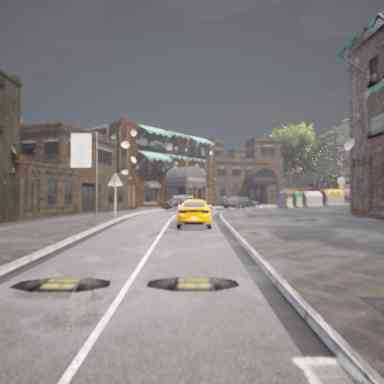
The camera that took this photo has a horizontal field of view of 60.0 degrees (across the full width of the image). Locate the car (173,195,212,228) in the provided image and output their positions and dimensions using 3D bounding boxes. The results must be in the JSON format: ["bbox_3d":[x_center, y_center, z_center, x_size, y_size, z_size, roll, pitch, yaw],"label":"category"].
[{"bbox_3d":[0.157,1.203,20.019,1.882,1.535,5.008,0,1,1],"label":"car"}]

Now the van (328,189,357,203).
[{"bbox_3d":[23.749,0.623,52.640,1.878,1.987,4.442,-3,-1,-12],"label":"van"}]

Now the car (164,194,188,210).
[{"bbox_3d":[-1.029,0.932,32.993,1.812,1.442,4.674,-1,-1,24],"label":"car"}]

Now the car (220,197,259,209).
[{"bbox_3d":[5.362,1.219,37.352,2.033,1.411,5.357,-1,-2,45],"label":"car"}]

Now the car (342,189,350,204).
[{"bbox_3d":[21.040,0.588,39.616,2.435,2.045,5.566,-3,-1,-12],"label":"car"}]
